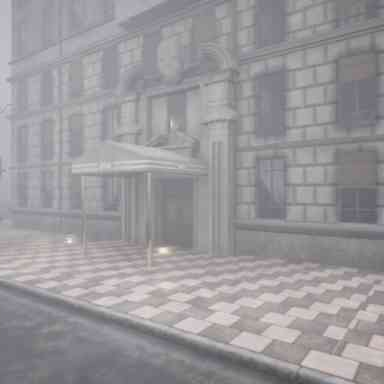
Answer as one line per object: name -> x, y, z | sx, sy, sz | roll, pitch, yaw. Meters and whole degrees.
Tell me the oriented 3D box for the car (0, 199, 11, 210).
car -> -24.111, 1.572, 40.183 | 1.812, 1.442, 4.674 | 0, 0, 36
